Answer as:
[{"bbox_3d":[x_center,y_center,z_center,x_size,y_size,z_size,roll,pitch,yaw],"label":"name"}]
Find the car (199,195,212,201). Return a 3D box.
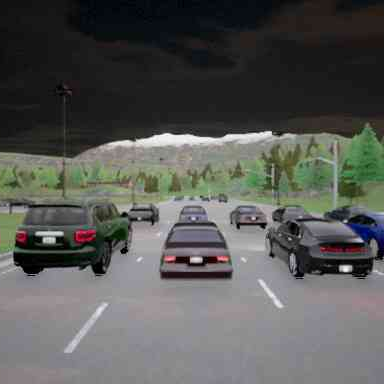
[{"bbox_3d":[3.414,1.674,85.896,1.812,1.442,4.674,0,0,0],"label":"car"}]

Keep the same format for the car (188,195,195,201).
[{"bbox_3d":[-0.094,1.758,93.577,1.895,1.301,4.718,0,0,0],"label":"car"}]

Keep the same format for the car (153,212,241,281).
[{"bbox_3d":[0.092,1.565,9.936,2.033,1.411,5.357,0,0,0],"label":"car"}]

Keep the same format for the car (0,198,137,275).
[{"bbox_3d":[-3.410,1.241,10.623,2.150,2.045,5.566,0,0,0],"label":"car"}]

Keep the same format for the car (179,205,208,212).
[{"bbox_3d":[0.077,1.586,21.890,2.033,1.411,5.357,0,0,0],"label":"car"}]

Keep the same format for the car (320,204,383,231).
[{"bbox_3d":[10.576,1.586,22.054,2.033,1.411,5.357,0,0,0],"label":"car"}]

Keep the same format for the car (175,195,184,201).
[{"bbox_3d":[-3.589,1.680,89.132,2.128,1.511,4.902,0,0,0],"label":"car"}]

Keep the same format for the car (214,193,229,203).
[{"bbox_3d":[6.915,1.656,75.842,2.128,1.511,4.902,0,0,0],"label":"car"}]

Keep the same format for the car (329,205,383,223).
[{"bbox_3d":[7.088,1.500,12.687,1.882,1.535,5.008,0,0,0],"label":"car"}]

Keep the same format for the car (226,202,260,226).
[{"bbox_3d":[3.582,1.586,21.901,2.033,1.411,5.357,0,0,0],"label":"car"}]

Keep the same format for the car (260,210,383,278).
[{"bbox_3d":[3.580,1.524,10.157,1.837,1.490,4.892,0,0,0],"label":"car"}]

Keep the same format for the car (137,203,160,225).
[{"bbox_3d":[-3.424,1.534,24.164,2.128,1.511,4.902,0,0,0],"label":"car"}]

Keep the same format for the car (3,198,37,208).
[{"bbox_3d":[-26.038,1.652,50.499,4.181,1.385,1.994,0,0,-1],"label":"car"}]

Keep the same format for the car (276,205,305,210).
[{"bbox_3d":[7.077,1.606,23.915,1.994,1.385,4.181,0,0,0],"label":"car"}]
